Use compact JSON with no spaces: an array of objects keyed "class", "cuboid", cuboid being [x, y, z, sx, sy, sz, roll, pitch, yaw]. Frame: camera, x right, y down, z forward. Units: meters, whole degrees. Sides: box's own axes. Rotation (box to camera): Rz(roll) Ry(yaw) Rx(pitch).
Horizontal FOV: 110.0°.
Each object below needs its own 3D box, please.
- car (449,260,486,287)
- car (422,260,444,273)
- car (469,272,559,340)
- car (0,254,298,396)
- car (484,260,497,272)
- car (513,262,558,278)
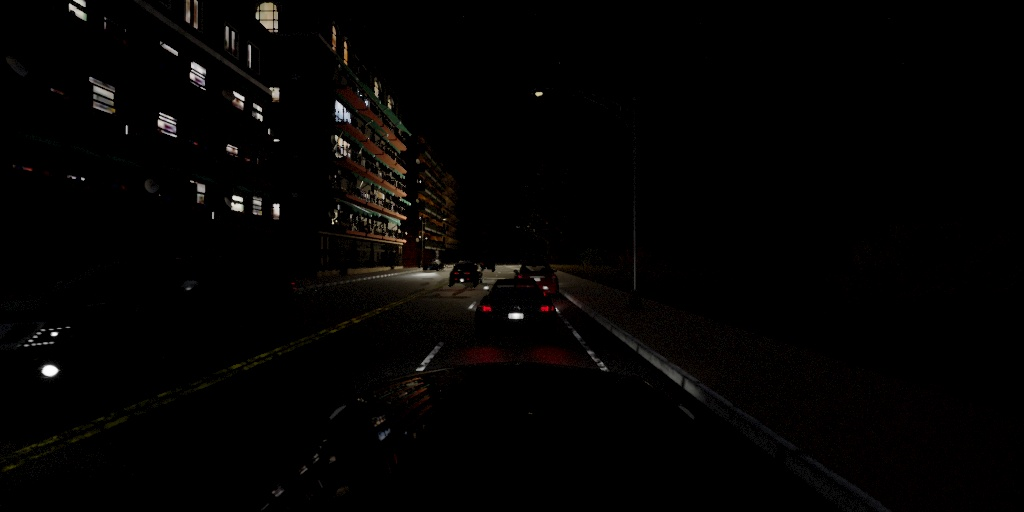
[{"class":"car","cuboid":[-3.116,1.257,24.759,1.837,1.490,4.892,0,0,0]},{"class":"car","cuboid":[-9.786,1.242,44.673,2.128,1.511,4.902,0,0,0]},{"class":"car","cuboid":[0.106,1.315,10.036,1.994,1.385,4.181,0,0,1]},{"class":"car","cuboid":[-6.594,0.972,6.933,2.150,2.045,5.566,0,0,0]},{"class":"car","cuboid":[-3.085,1.250,45.520,1.837,1.490,4.892,0,-2,0]},{"class":"car","cuboid":[1.161,1.103,18.615,2.097,1.767,4.553,0,0,0]}]
